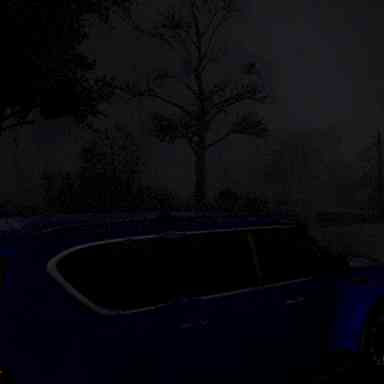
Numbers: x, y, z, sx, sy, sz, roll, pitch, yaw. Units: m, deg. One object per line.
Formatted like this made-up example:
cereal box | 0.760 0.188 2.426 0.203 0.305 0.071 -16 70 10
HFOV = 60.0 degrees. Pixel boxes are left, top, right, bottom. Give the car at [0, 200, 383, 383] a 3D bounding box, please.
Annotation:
car | 0.276 1.222 3.897 5.566 2.045 2.150 0 0 -35

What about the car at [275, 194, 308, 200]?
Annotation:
car | 14.309 1.250 48.047 2.150 2.045 5.566 0 0 -26
